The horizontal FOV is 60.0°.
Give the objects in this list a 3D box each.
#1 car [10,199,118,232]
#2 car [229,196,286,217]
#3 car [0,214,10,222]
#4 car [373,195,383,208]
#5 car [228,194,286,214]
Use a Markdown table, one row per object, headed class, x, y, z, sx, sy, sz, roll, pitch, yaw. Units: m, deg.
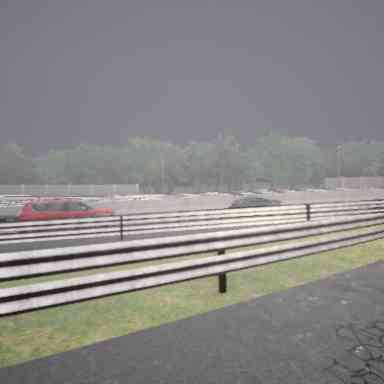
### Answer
| class | x | y | z | sx | sy | sz | roll | pitch | yaw |
| --- | --- | --- | --- | --- | --- | --- | --- | --- | --- |
| car | -7.253 | 1.446 | 19.725 | 5.566 | 2.045 | 2.150 | -2 | 1 | -17 |
| car | 5.475 | 1.178 | 27.332 | 4.892 | 1.490 | 1.837 | -2 | 1 | -17 |
| car | -14.997 | 2.032 | 24.657 | 4.718 | 1.301 | 1.895 | -2 | 1 | -17 |
| car | 17.048 | 0.806 | 27.253 | 4.674 | 1.442 | 1.812 | -2 | 1 | -17 |
| car | 6.065 | 1.096 | 31.177 | 4.902 | 1.511 | 2.128 | -2 | 1 | -17 |
